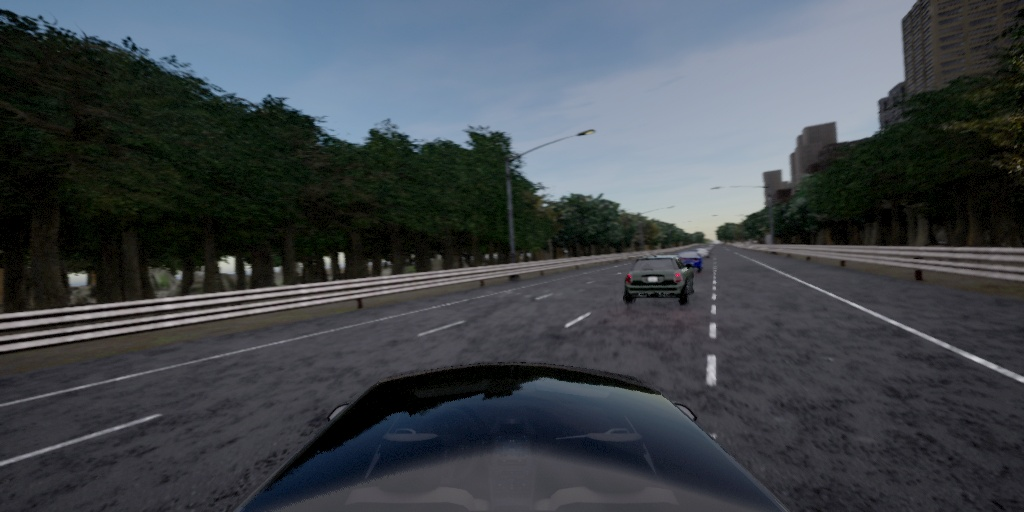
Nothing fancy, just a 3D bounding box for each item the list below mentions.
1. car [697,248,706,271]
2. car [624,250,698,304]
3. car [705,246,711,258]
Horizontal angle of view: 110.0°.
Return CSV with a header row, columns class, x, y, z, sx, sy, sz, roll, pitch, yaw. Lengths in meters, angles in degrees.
class,x,y,z,sx,sy,sz,roll,pitch,yaw
car,14.008,0.387,28.447,1.882,1.535,5.008,-4,0,30
car,5.832,0.749,14.043,2.097,1.767,4.553,-4,0,30
car,29.355,-0.449,55.499,1.812,1.442,4.674,-4,0,30
